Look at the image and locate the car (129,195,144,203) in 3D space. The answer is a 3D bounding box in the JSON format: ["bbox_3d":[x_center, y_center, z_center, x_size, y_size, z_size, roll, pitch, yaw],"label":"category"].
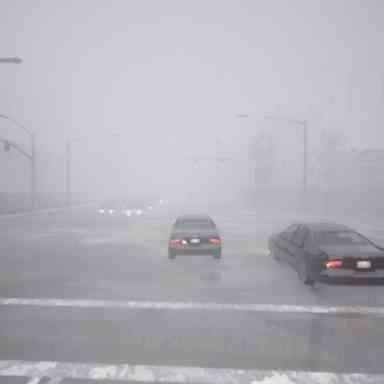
[{"bbox_3d":[-10.532,1.283,63.661,2.033,1.411,5.357,0,1,0],"label":"car"}]

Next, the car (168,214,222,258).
[{"bbox_3d":[0.093,1.573,12.844,2.033,1.411,5.357,0,0,0],"label":"car"}]

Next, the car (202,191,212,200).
[{"bbox_3d":[3.462,0.751,75.627,2.150,2.045,5.566,0,1,0],"label":"car"}]

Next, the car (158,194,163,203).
[{"bbox_3d":[-7.031,1.273,61.588,1.837,1.490,4.892,0,1,0],"label":"car"}]

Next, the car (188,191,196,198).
[{"bbox_3d":[-0.043,0.692,85.880,2.097,1.767,4.553,0,1,0],"label":"car"}]

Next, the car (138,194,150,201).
[{"bbox_3d":[-10.537,1.114,73.642,1.994,1.385,4.181,0,1,0],"label":"car"}]

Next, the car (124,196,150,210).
[{"bbox_3d":[-7.107,1.538,43.060,1.994,1.385,4.181,0,1,0],"label":"car"}]

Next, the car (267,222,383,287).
[{"bbox_3d":[3.594,1.567,9.468,2.033,1.411,5.357,0,0,0],"label":"car"}]

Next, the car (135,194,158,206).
[{"bbox_3d":[-7.069,1.243,51.736,2.097,1.767,4.553,0,1,0],"label":"car"}]

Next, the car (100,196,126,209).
[{"bbox_3d":[-10.609,1.513,44.263,2.033,1.411,5.357,0,0,0],"label":"car"}]

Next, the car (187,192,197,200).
[{"bbox_3d":[-0.038,0.878,75.766,2.097,1.767,4.553,0,1,0],"label":"car"}]
